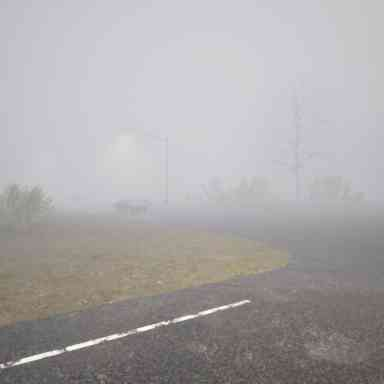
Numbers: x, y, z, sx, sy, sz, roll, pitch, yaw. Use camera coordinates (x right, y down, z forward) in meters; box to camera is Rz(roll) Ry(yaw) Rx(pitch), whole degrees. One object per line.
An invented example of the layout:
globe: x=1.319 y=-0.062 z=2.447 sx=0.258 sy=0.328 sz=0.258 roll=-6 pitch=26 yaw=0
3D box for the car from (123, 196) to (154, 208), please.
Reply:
car: x=-7.582 y=1.355 z=46.409 sx=2.033 sy=1.411 sz=5.357 roll=0 pitch=0 yaw=-37

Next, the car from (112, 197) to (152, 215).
car: x=-6.192 y=1.355 z=32.977 sx=1.882 sy=1.535 sz=5.008 roll=0 pitch=0 yaw=-37

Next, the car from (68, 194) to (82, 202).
car: x=-23.939 y=1.160 z=68.025 sx=1.837 sy=1.490 sz=4.892 roll=0 pitch=0 yaw=-37
